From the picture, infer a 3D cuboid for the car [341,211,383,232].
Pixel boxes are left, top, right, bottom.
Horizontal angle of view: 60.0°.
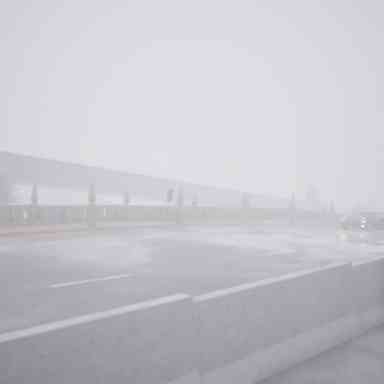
[{"bbox_3d":[14.066,2.296,26.915,4.553,1.767,2.097,6,-3,-35],"label":"car"}]
